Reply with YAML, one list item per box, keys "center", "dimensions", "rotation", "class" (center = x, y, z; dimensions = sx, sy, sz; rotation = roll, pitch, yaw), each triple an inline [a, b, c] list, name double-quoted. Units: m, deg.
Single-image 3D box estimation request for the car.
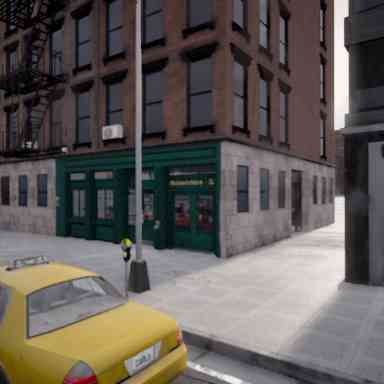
- center: [-2.335, 1.538, 4.471]
  dimensions: [4.829, 1.417, 1.752]
  rotation: [0, 0, 35]
  class: "car"
